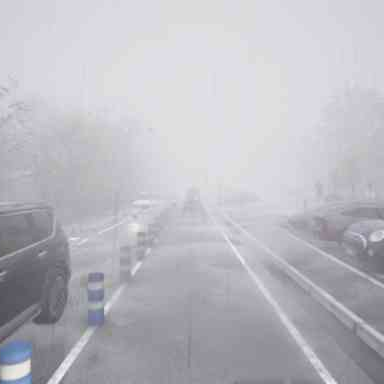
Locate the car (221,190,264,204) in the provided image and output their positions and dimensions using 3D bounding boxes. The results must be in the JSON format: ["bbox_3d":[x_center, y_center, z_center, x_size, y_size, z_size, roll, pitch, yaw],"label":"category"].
[{"bbox_3d":[6.765,0.807,44.950,4.792,1.488,2.163,0,2,0],"label":"car"}]

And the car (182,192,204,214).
[{"bbox_3d":[0.094,1.127,31.037,2.128,1.511,4.902,0,2,0],"label":"car"}]

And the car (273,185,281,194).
[{"bbox_3d":[20.108,-0.099,69.747,4.792,1.488,2.163,0,2,0],"label":"car"}]

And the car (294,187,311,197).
[{"bbox_3d":[19.756,0.463,53.146,5.366,1.575,1.946,0,2,0],"label":"car"}]

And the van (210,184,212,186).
[{"bbox_3d":[7.186,-0.595,78.224,4.442,1.987,1.878,0,2,0],"label":"van"}]

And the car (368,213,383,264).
[{"bbox_3d":[6.729,1.333,6.785,5.008,1.535,2.097,0,1,1],"label":"car"}]

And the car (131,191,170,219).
[{"bbox_3d":[-3.348,0.983,26.826,2.150,2.045,5.566,0,2,1],"label":"car"}]

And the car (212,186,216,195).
[{"bbox_3d":[6.723,0.262,58.821,5.366,1.575,1.946,0,2,0],"label":"car"}]

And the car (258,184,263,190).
[{"bbox_3d":[20.166,-0.780,83.581,5.566,2.045,2.435,0,2,0],"label":"car"}]

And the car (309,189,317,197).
[{"bbox_3d":[19.867,0.700,47.610,4.792,1.488,2.163,0,2,0],"label":"car"}]

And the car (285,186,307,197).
[{"bbox_3d":[20.016,0.010,58.671,5.566,2.045,2.435,0,2,0],"label":"car"}]

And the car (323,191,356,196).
[{"bbox_3d":[19.846,0.870,42.195,5.008,1.535,2.097,0,2,0],"label":"car"}]

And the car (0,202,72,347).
[{"bbox_3d":[-3.348,1.202,4.132,2.150,2.045,5.566,0,0,0],"label":"car"}]

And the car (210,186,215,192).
[{"bbox_3d":[6.770,0.055,64.491,5.366,1.575,1.946,0,2,0],"label":"car"}]

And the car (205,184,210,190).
[{"bbox_3d":[6.976,-0.686,89.333,5.366,1.575,1.946,0,2,0],"label":"car"}]

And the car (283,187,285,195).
[{"bbox_3d":[19.982,0.188,61.449,4.792,1.488,2.163,0,2,0],"label":"car"}]

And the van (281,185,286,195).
[{"bbox_3d":[20.151,-0.172,64.331,4.442,1.987,1.878,0,2,0],"label":"van"}]

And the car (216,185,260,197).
[{"bbox_3d":[6.868,0.321,50.488,5.566,2.045,2.435,0,2,0],"label":"car"}]

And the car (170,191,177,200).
[{"bbox_3d":[-3.281,0.490,52.523,2.033,1.411,5.357,0,2,1],"label":"car"}]

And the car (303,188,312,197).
[{"bbox_3d":[19.916,0.608,50.378,4.674,1.452,2.002,0,2,0],"label":"car"}]

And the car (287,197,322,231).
[{"bbox_3d":[6.781,1.124,15.131,4.792,1.488,2.163,0,2,1],"label":"car"}]

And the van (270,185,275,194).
[{"bbox_3d":[19.994,-0.438,72.492,4.442,1.987,1.878,0,2,0],"label":"van"}]

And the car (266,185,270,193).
[{"bbox_3d":[20.130,-0.294,75.282,5.008,1.535,2.097,0,2,0],"label":"car"}]

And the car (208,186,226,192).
[{"bbox_3d":[7.201,-0.839,94.882,4.892,1.521,2.231,0,2,0],"label":"car"}]

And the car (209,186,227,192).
[{"bbox_3d":[7.191,-0.761,92.106,4.892,1.521,2.231,0,2,0],"label":"car"}]

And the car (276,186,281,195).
[{"bbox_3d":[20.086,-0.013,67.110,4.792,1.488,2.163,0,2,0],"label":"car"}]

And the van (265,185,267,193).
[{"bbox_3d":[20.264,-0.598,78.043,4.442,1.987,1.878,0,2,0],"label":"van"}]

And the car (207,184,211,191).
[{"bbox_3d":[7.109,-0.575,86.558,4.792,1.488,2.163,0,2,0],"label":"car"}]

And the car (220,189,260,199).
[{"bbox_3d":[6.822,0.675,47.723,5.008,1.535,2.097,0,2,0],"label":"car"}]

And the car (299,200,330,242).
[{"bbox_3d":[6.815,1.206,12.348,4.792,1.488,2.163,0,2,1],"label":"car"}]

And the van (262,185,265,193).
[{"bbox_3d":[20.054,-0.676,80.814,4.442,1.987,1.878,0,2,0],"label":"van"}]

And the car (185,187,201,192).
[{"bbox_3d":[0.097,0.240,50.129,2.150,2.045,5.566,0,2,0],"label":"car"}]

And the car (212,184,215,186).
[{"bbox_3d":[7.055,-0.335,72.680,4.553,1.767,2.185,0,2,0],"label":"car"}]

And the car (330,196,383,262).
[{"bbox_3d":[6.791,1.132,9.559,4.553,1.767,2.185,0,2,1],"label":"car"}]

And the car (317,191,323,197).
[{"bbox_3d":[19.906,0.643,44.960,4.553,1.767,2.185,0,2,0],"label":"car"}]
